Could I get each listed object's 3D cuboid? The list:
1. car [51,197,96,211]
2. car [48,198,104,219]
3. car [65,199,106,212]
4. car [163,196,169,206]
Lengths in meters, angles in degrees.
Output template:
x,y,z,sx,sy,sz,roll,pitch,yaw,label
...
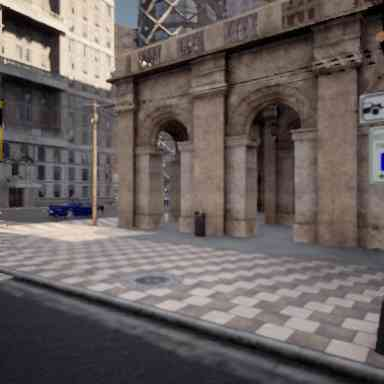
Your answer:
x,y,z,sx,sy,sz,roll,pitch,yaw,label
-14.623,1.464,41.351,2.128,1.511,4.902,0,0,35,car
-10.094,1.459,29.281,1.882,1.535,5.008,0,0,35,car
-12.310,1.540,38.558,1.994,1.385,4.181,0,0,35,car
-3.990,1.452,56.132,1.882,1.535,5.008,0,0,36,car
